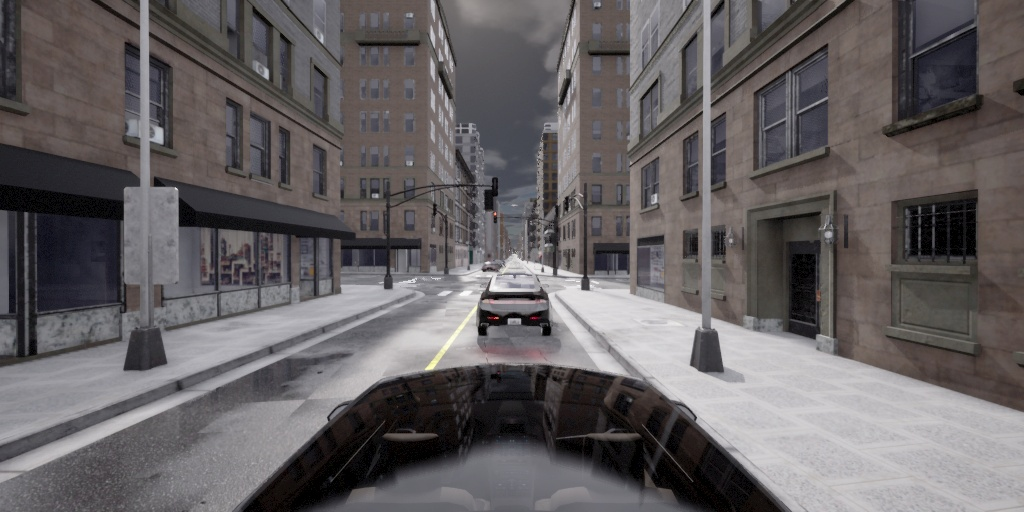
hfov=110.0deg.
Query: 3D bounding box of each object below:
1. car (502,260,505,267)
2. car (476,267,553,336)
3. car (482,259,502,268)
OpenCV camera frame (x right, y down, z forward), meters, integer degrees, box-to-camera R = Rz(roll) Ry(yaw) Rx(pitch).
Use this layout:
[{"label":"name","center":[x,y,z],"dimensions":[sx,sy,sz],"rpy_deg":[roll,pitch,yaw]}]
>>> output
[{"label":"car","center":[-2.540,1.347,60.726],"dimensions":[1.837,1.490,4.892],"rpy_deg":[0,0,1]},{"label":"car","center":[0.076,1.243,10.380],"dimensions":[2.128,1.511,4.902],"rpy_deg":[0,0,1]},{"label":"car","center":[-2.701,1.373,45.380],"dimensions":[1.994,1.385,4.181],"rpy_deg":[0,0,1]}]
